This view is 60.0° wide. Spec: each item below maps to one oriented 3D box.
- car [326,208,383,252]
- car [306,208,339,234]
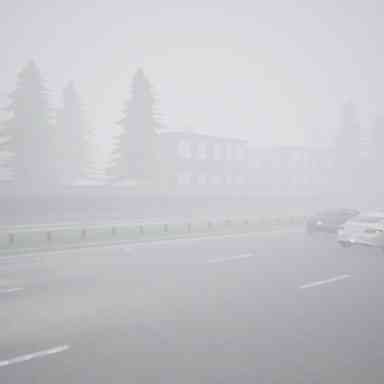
[{"bbox_3d":[7.686,1.514,13.326,4.674,1.442,1.812,0,0,-35],"label":"car"},{"bbox_3d":[8.048,1.538,17.817,4.181,1.385,1.994,0,0,-35],"label":"car"}]
